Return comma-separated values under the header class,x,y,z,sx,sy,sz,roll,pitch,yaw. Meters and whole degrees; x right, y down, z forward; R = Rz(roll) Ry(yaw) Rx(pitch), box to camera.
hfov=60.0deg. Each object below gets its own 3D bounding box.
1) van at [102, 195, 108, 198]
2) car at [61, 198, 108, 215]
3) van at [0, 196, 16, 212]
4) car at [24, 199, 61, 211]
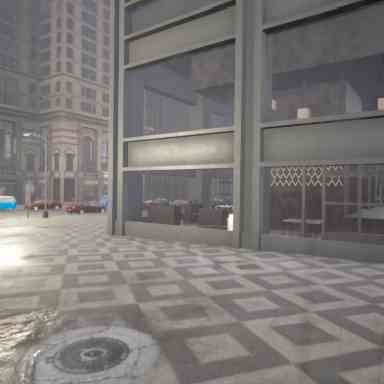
class,x,y,z,sx,sy,sz,roll,pitch,yaw
van,-12.045,1.414,50.259,1.690,1.788,3.998,1,0,35
car,-11.439,1.716,36.285,1.887,1.381,4.507,1,0,35
van,-21.601,1.352,36.716,1.690,1.788,3.998,1,0,35
car,-18.418,1.576,41.231,1.887,1.381,4.507,1,0,35
